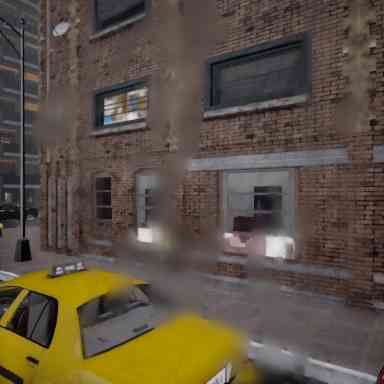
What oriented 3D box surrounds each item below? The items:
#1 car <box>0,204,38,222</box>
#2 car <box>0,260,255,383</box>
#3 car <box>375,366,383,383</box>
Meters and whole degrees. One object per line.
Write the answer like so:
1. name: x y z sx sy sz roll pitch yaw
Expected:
1. car: -15.568 1.800 28.066 1.837 1.490 4.892 0 -1 35
2. car: -1.675 1.525 4.072 4.829 1.417 1.752 0 0 36
3. car: 3.090 1.315 0.674 5.009 1.841 2.192 0 0 35
